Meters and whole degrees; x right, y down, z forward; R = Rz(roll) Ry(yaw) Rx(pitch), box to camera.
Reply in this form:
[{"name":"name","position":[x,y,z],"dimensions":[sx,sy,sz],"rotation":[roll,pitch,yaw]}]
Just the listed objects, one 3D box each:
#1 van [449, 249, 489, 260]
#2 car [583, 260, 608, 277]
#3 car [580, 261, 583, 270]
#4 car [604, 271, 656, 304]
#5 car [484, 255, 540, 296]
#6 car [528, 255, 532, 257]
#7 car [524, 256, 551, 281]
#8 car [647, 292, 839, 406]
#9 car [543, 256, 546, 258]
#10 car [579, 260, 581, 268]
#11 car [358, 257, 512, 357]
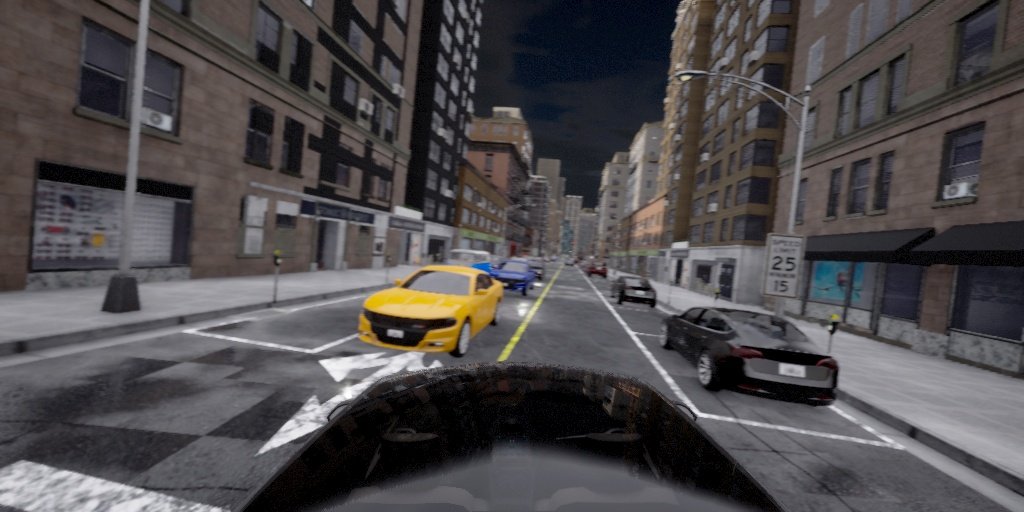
[{"name":"van","position":[-2.386,0.561,19.408],"dimensions":[1.690,1.789,3.998],"rotation":[0,0,9]},{"name":"car","position":[9.384,1.444,39.822],"dimensions":[2.192,1.841,5.009],"rotation":[0,0,9]},{"name":"car","position":[11.078,1.699,50.684],"dimensions":[2.007,1.370,4.403],"rotation":[0,0,9]},{"name":"car","position":[5.991,1.679,18.099],"dimensions":[1.948,1.339,4.313],"rotation":[0,0,9]},{"name":"car","position":[0.083,0.971,18.147],"dimensions":[1.882,1.535,5.008],"rotation":[6,1,9]},{"name":"car","position":[1.006,0.819,41.131],"dimensions":[1.802,1.307,4.207],"rotation":[0,0,9]},{"name":"car","position":[1.681,1.045,28.370],"dimensions":[2.033,1.411,5.357],"rotation":[6,1,9]},{"name":"car","position":[4.294,1.679,7.237],"dimensions":[1.948,1.339,4.313],"rotation":[0,0,9]},{"name":"car","position":[4.396,0.825,62.855],"dimensions":[1.888,1.381,4.507],"rotation":[0,0,9]},{"name":"car","position":[11.926,1.705,56.115],"dimensions":[1.888,1.381,4.507],"rotation":[0,0,9]},{"name":"car","position":[-1.468,0.972,8.215],"dimensions":[1.882,1.535,5.008],"rotation":[6,1,9]}]
